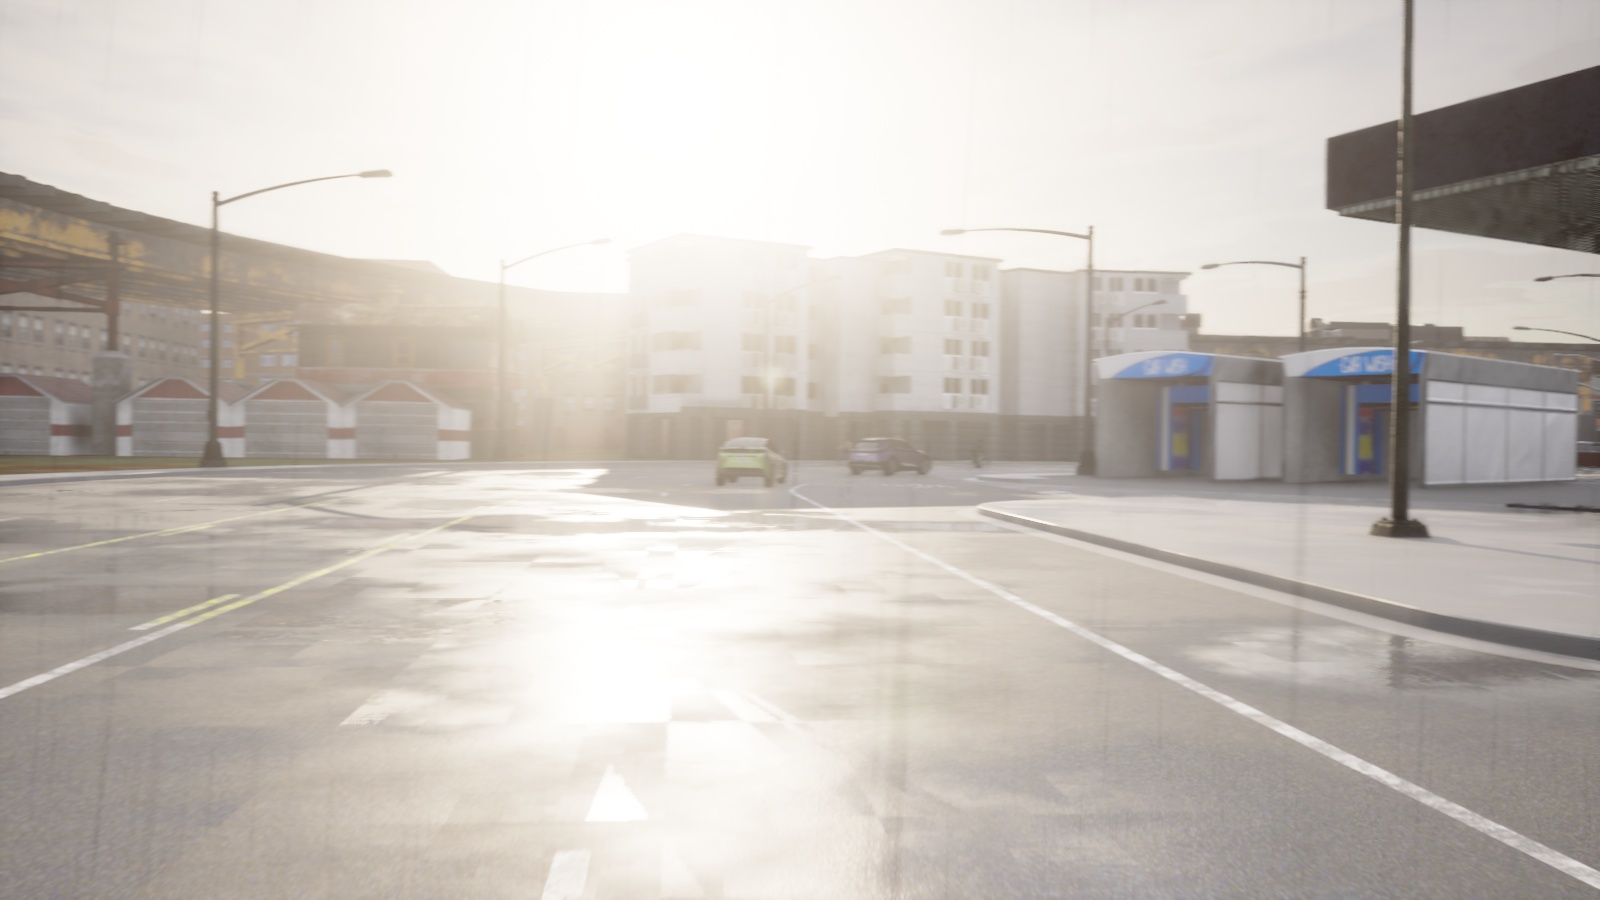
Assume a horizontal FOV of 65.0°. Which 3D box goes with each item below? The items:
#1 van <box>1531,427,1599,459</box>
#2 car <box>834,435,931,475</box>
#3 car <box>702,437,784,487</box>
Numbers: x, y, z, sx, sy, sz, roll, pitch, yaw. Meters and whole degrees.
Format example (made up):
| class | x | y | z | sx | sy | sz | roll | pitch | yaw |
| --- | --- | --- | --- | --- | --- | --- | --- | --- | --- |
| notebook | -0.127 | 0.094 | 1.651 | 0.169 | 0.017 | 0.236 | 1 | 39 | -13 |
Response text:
| class | x | y | z | sx | sy | sz | roll | pitch | yaw |
| --- | --- | --- | --- | --- | --- | --- | --- | --- | --- |
| van | 49.094 | -0.457 | 79.688 | 4.442 | 1.987 | 1.775 | 0 | 0 | 37 |
| car | 3.613 | 0.187 | 54.238 | 2.033 | 1.649 | 4.856 | 0 | 0 | 34 |
| car | -1.772 | 0.347 | 40.575 | 2.007 | 1.525 | 4.514 | 0 | 0 | 6 |
